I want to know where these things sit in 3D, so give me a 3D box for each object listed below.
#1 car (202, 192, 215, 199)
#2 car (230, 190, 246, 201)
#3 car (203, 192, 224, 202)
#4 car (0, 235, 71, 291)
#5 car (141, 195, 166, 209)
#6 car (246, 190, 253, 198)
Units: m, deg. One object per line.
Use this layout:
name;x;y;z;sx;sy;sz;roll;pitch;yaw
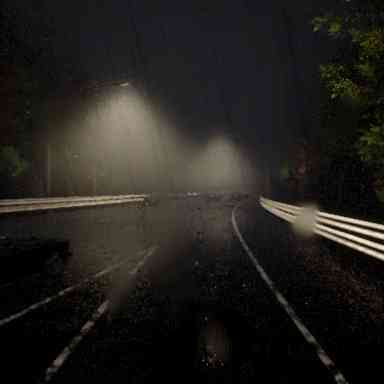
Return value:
car;3.739;0.776;73.961;1.882;1.535;5.008;1;1;13
car;8.778;0.797;64.712;2.097;1.767;4.553;1;1;13
car;3.947;0.812;59.401;2.097;1.767;4.553;1;1;13
car;-4.634;1.517;7.033;1.895;1.301;4.718;0;0;13
car;-4.418;1.132;38.869;1.812;1.442;4.674;1;1;13
car;14.240;0.751;88.226;2.128;1.511;4.902;1;1;13
